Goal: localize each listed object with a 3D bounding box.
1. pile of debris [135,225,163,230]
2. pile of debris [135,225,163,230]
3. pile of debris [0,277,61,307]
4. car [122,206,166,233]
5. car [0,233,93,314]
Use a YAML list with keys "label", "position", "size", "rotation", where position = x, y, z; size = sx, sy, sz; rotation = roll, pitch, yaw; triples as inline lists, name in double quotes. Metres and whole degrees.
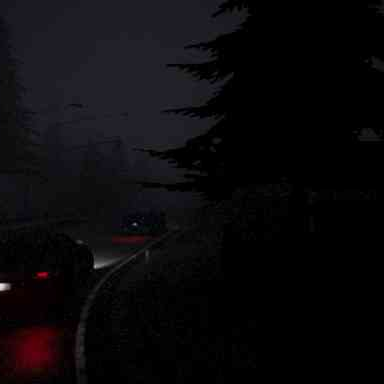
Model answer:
- label: "pile of debris"
  position: [-2.828, 2.345, 22.121]
  size: [1.500, 0.140, 1.860]
  rotation: [0, 0, 6]
- label: "pile of debris"
  position: [-2.828, 2.345, 22.121]
  size: [1.500, 0.140, 1.860]
  rotation: [0, 0, 6]
- label: "pile of debris"
  position: [-4.013, 2.244, 7.562]
  size: [1.500, 0.140, 1.860]
  rotation: [0, 0, -6]
- label: "car"
  position: [-2.875, 1.637, 20.754]
  size: [1.882, 1.535, 5.008]
  rotation: [0, 0, 6]
- label: "car"
  position: [-3.603, 1.634, 7.760]
  size: [1.994, 1.385, 4.181]
  rotation: [0, 0, -8]
